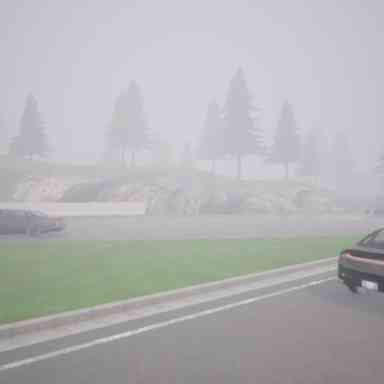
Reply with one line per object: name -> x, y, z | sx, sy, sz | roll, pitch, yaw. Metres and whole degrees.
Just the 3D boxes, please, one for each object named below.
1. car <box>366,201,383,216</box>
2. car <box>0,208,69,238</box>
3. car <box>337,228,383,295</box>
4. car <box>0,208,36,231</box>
car -> 18.642, 1.549, 31.400 | 4.902, 1.511, 2.128 | 0, 0, -23
car -> -9.246, 1.592, 17.080 | 5.357, 1.411, 2.033 | 0, 0, -8
car -> 5.300, 1.505, 7.474 | 4.902, 1.511, 2.128 | 0, 0, -34
car -> -12.291, 1.655, 20.225 | 4.718, 1.301, 1.895 | 0, 0, -7
